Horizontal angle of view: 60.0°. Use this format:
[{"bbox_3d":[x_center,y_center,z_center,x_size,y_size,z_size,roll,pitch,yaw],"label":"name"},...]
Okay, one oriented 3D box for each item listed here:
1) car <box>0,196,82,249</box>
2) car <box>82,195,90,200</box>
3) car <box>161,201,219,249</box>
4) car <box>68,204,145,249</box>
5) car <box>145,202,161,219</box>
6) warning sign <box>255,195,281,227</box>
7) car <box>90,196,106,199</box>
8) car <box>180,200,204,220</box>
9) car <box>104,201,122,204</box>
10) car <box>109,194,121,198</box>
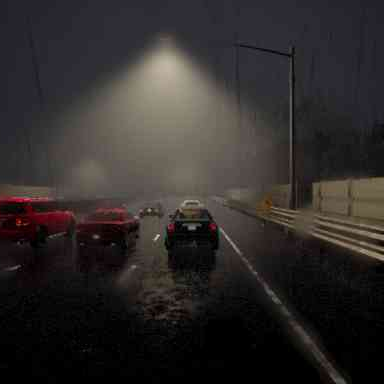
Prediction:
[{"bbox_3d":[-7.001,1.262,14.681,2.150,2.045,5.566,0,0,0],"label":"car"},{"bbox_3d":[-24.500,1.465,75.917,1.837,1.490,4.892,0,0,0],"label":"car"},{"bbox_3d":[0.000,1.371,14.620,2.097,1.767,4.553,0,0,0],"label":"car"},{"bbox_3d":[-3.500,1.489,14.650,1.882,1.535,5.008,0,0,0],"label":"car"},{"bbox_3d":[-3.500,1.576,29.651,2.033,1.411,5.357,0,0,0],"label":"car"},{"bbox_3d":[4.543,1.121,20.000,1.300,1.860,1.060,0,0,0],"label":"warning sign"},{"bbox_3d":[-21.000,1.505,75.917,2.033,1.411,5.357,0,0,0],"label":"car"},{"bbox_3d":[0.000,1.497,29.651,1.882,1.535,5.008,0,0,0],"label":"car"},{"bbox_3d":[-7.000,1.545,29.651,1.812,1.442,4.674,0,0,0],"label":"car"},{"bbox_3d":[-17.500,1.320,75.948,2.097,1.767,4.553,0,0,0],"label":"car"}]
